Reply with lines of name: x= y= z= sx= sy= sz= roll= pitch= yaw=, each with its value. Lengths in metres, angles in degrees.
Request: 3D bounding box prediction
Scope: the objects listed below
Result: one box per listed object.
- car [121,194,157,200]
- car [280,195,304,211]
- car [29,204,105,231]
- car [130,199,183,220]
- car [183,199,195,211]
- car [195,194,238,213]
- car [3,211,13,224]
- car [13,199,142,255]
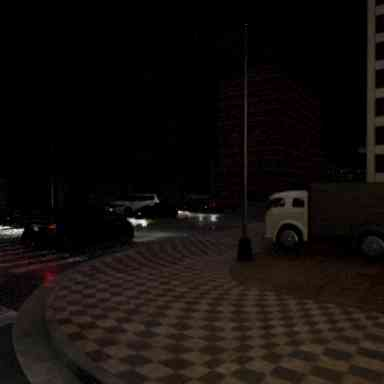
car: x=-5.392 y=1.187 z=30.976 sx=2.150 sy=2.045 sz=5.566 roll=0 pitch=0 yaw=36
car: x=14.271 y=1.517 z=47.329 sx=1.812 sy=1.442 sz=4.674 roll=0 pitch=0 yaw=26
car: x=-7.913 y=1.544 z=21.418 sx=1.994 sy=1.385 sz=4.181 roll=0 pitch=0 yaw=34
car: x=-3.031 y=1.543 z=28.244 sx=1.994 sy=1.385 sz=4.181 roll=0 pitch=0 yaw=36
car: x=0.438 y=1.529 z=39.051 sx=1.994 sy=1.385 sz=4.181 roll=0 pitch=0 yaw=37
car: x=3.082 y=1.201 z=36.754 sx=2.150 sy=2.045 sz=5.566 roll=0 pitch=0 yaw=36
car: x=-10.830 y=1.529 z=23.370 sx=1.994 sy=1.385 sz=4.181 roll=0 pitch=0 yaw=36
car: x=-4.510 y=1.361 z=13.852 sx=2.097 sy=1.767 sz=4.553 roll=0 pitch=0 yaw=32
